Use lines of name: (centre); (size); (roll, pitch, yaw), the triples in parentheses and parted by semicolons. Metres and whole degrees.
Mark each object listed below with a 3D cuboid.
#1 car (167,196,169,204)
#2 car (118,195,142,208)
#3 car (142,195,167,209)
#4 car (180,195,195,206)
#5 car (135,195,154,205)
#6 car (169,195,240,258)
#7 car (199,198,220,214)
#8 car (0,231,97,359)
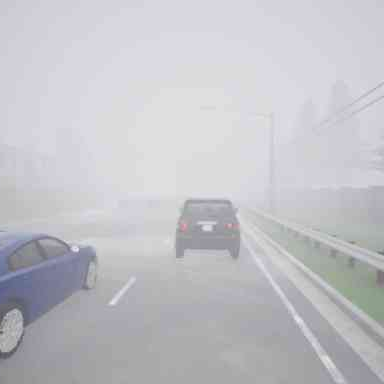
car: (-4.233, 1.375, 53.931); (2.033, 1.411, 5.357); (1, 0, 3)
car: (-8.300, 1.381, 43.782); (1.994, 1.385, 4.181); (1, 0, 3)
car: (-4.828, 1.354, 43.174); (1.837, 1.490, 4.892); (1, 0, 3)
car: (-0.693, 1.350, 54.413); (2.128, 1.511, 4.902); (1, 0, 3)
car: (-7.704, 1.288, 54.483); (2.128, 1.511, 4.902); (1, 0, 3)
car: (0.613, 1.194, 12.809); (2.150, 2.045, 5.566); (0, 0, 3)
car: (1.876, 1.418, 35.786); (2.128, 1.511, 4.902); (1, 0, 3)
car: (-3.273, 1.434, 5.952); (1.882, 1.535, 5.008); (1, 0, 3)
